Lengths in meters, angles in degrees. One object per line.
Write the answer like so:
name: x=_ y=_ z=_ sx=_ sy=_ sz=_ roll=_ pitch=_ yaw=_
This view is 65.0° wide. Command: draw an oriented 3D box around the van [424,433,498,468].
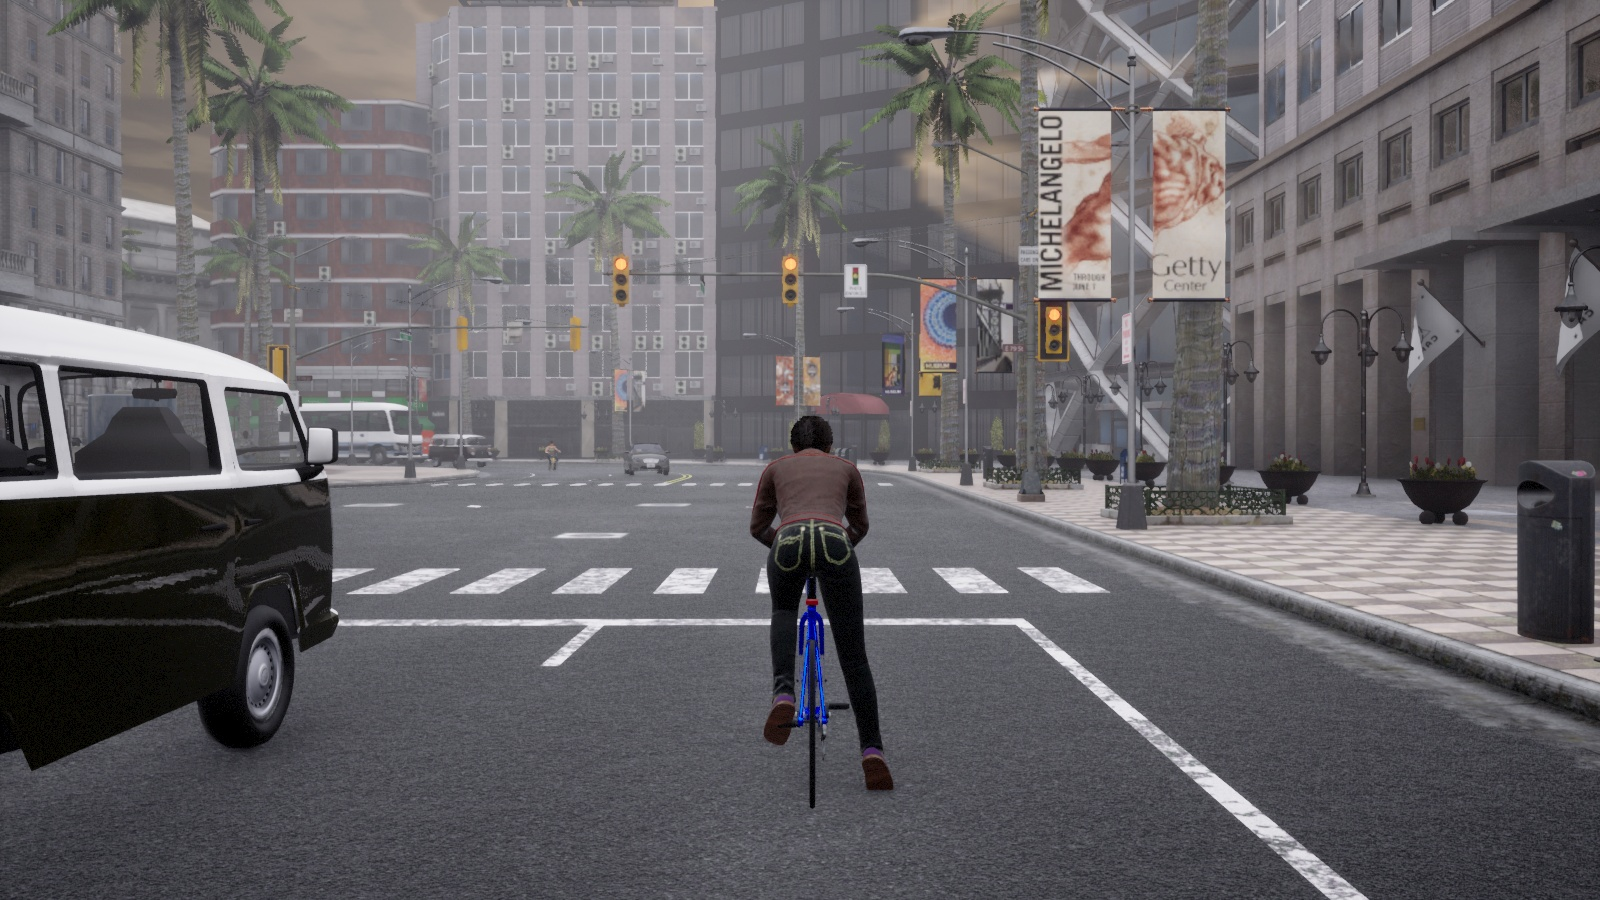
van: x=-20.407 y=0.027 z=75.470 sx=4.480 sy=2.038 sz=2.069 roll=0 pitch=0 yaw=39

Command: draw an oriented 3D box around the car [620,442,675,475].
car: x=-7.167 y=0.366 z=58.591 sx=2.128 sy=1.511 sz=4.902 roll=0 pitch=0 yaw=-12

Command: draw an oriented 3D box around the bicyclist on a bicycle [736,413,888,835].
bicyclist on a bicycle: x=0.052 y=0.667 z=5.656 sx=0.582 sy=1.620 sz=1.656 roll=0 pitch=0 yaw=0

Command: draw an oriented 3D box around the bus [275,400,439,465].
bus: x=-30.185 y=-1.137 z=85.561 sx=10.273 sy=4.253 sz=3.944 roll=0 pitch=0 yaw=19

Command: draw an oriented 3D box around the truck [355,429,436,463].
truck: x=-29.948 y=-0.289 z=92.907 sx=5.204 sy=2.467 sz=2.627 roll=0 pitch=0 yaw=20

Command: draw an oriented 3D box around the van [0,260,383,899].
van: x=-3.447 y=0.439 z=5.000 sx=2.069 sy=2.038 sz=4.480 roll=0 pitch=0 yaw=0
